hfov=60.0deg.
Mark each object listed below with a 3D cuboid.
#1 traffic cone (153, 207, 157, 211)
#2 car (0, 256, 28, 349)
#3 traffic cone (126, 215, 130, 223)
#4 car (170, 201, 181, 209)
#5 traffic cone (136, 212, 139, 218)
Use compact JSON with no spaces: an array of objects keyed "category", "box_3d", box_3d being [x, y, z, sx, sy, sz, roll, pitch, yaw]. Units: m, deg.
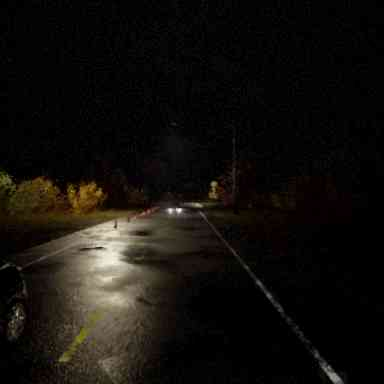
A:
[{"category":"traffic cone","box_3d":[-5.623,2.439,47.632,0.340,0.580,0.340,0,-1,-1]},{"category":"car","box_3d":[-3.619,1.393,3.312,2.097,1.767,4.553,0,-1,0]},{"category":"traffic cone","box_3d":[-5.269,2.231,27.632,0.340,0.580,0.340,0,-1,-1]},{"category":"car","box_3d":[-2.873,2.187,57.629,1.895,1.301,4.718,0,-1,-2]},{"category":"traffic cone","box_3d":[-5.356,2.281,32.632,0.340,0.580,0.340,0,-1,-1]}]
